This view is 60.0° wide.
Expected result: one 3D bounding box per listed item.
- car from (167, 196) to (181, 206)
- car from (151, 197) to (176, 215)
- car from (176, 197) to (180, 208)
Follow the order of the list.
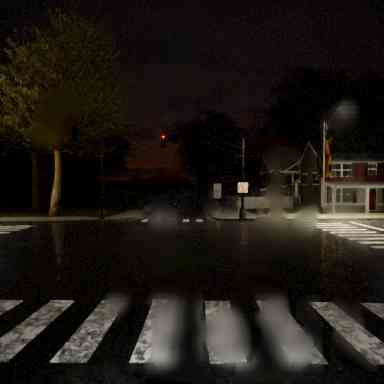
[{"bbox_3d":[-2.865,1.486,54.726,2.033,1.411,5.357,0,0,0],"label":"car"},{"bbox_3d":[-2.958,1.449,33.795,1.882,1.535,5.008,0,0,0],"label":"car"},{"bbox_3d":[-2.914,1.462,44.097,1.837,1.490,4.892,0,0,0],"label":"car"}]
